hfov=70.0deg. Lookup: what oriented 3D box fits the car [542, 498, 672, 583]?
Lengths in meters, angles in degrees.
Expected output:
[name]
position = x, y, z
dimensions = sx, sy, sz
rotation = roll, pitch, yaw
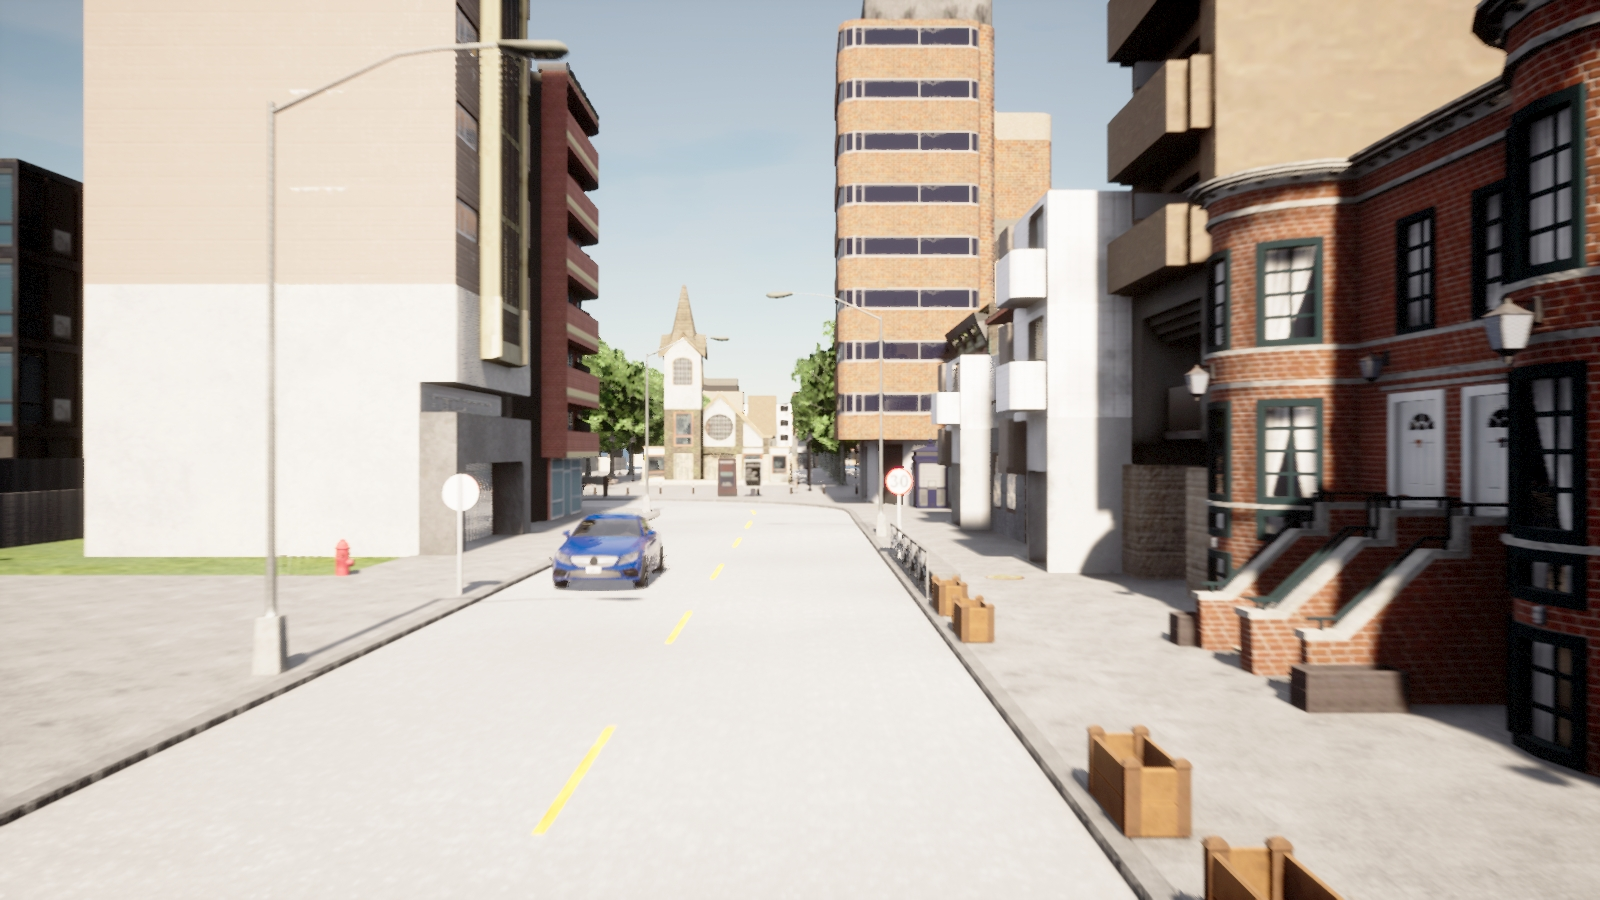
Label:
[car]
position = -4.016, 1.861, 24.556
dimensions = 2.002, 1.442, 4.674
rotation = 0, 0, 0
